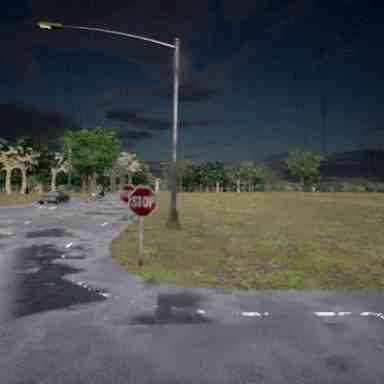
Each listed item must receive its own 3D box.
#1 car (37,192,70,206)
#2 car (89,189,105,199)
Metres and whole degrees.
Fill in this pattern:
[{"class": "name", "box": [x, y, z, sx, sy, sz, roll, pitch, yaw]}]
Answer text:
[{"class": "car", "box": [-14.905, 0.663, 36.226, 2.033, 1.411, 5.357, 1, 1, -3]}, {"class": "car", "box": [-15.885, 0.283, 55.588, 2.128, 1.511, 4.902, 1, 1, -3]}]
